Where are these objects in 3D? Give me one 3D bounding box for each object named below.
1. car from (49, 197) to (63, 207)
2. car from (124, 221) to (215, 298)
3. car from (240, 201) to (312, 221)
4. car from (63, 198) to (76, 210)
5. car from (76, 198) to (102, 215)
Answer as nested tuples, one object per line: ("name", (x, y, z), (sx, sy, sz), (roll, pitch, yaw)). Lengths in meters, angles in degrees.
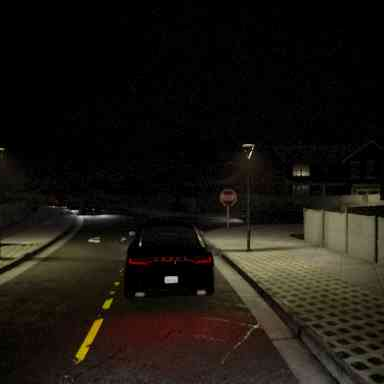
("car", (-20.999, 1.447, 52.074), (1.882, 1.535, 5.008), (0, 0, -36))
("car", (-0.637, 1.472, 8.626), (1.882, 1.535, 5.008), (0, 0, -6))
("car", (6.387, 1.369, 25.215), (5.357, 1.411, 2.033), (-1, 1, -9))
("car", (-14.910, 1.489, 42.861), (1.812, 1.442, 4.674), (0, 0, -30))
("car", (-10.444, 1.472, 34.027), (1.837, 1.490, 4.892), (0, 0, -24))
